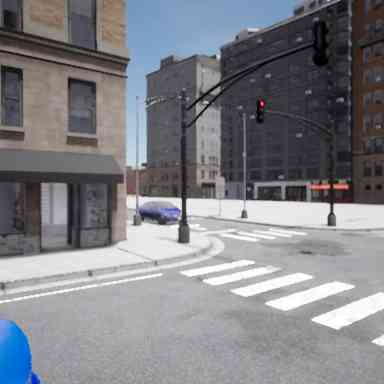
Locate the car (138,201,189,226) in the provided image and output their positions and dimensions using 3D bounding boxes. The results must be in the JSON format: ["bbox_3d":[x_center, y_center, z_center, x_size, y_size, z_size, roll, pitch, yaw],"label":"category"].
[{"bbox_3d":[-2.055,1.316,22.032,1.812,1.442,4.674,0,1,-35],"label":"car"}]

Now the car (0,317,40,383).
[{"bbox_3d":[-3.273,1.505,1.226,5.008,1.535,1.882,0,0,-35],"label":"car"}]

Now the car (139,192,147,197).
[{"bbox_3d":[-12.245,0.680,91.782,4.902,1.511,2.128,0,0,-45],"label":"car"}]
